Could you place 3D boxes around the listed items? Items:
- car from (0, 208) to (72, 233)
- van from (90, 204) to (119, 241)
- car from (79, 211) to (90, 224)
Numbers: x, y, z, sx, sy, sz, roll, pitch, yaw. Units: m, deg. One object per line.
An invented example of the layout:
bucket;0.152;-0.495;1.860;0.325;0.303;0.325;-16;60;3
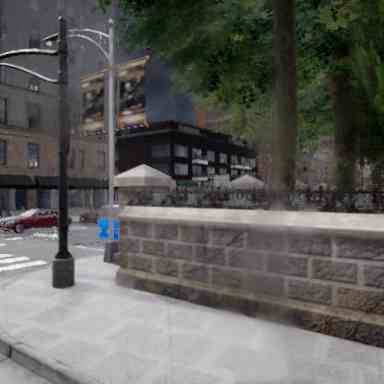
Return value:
car;-9.353;1.653;20.112;1.802;1.307;4.206;0;0;37
van;-2.365;1.394;15.227;1.690;1.788;3.998;0;0;35
car;-6.182;1.629;24.574;1.887;1.381;4.507;0;0;35
